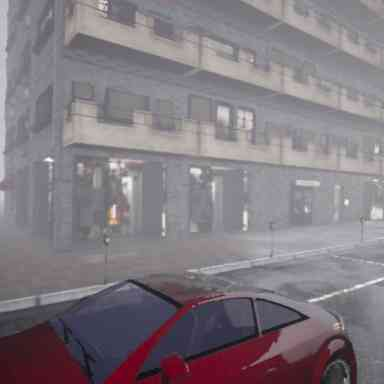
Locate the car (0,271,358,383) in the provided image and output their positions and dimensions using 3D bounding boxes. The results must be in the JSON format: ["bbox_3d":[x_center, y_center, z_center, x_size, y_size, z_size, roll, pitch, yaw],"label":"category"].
[{"bbox_3d":[-0.295,1.565,3.168,4.181,1.385,1.994,0,0,-36],"label":"car"}]
